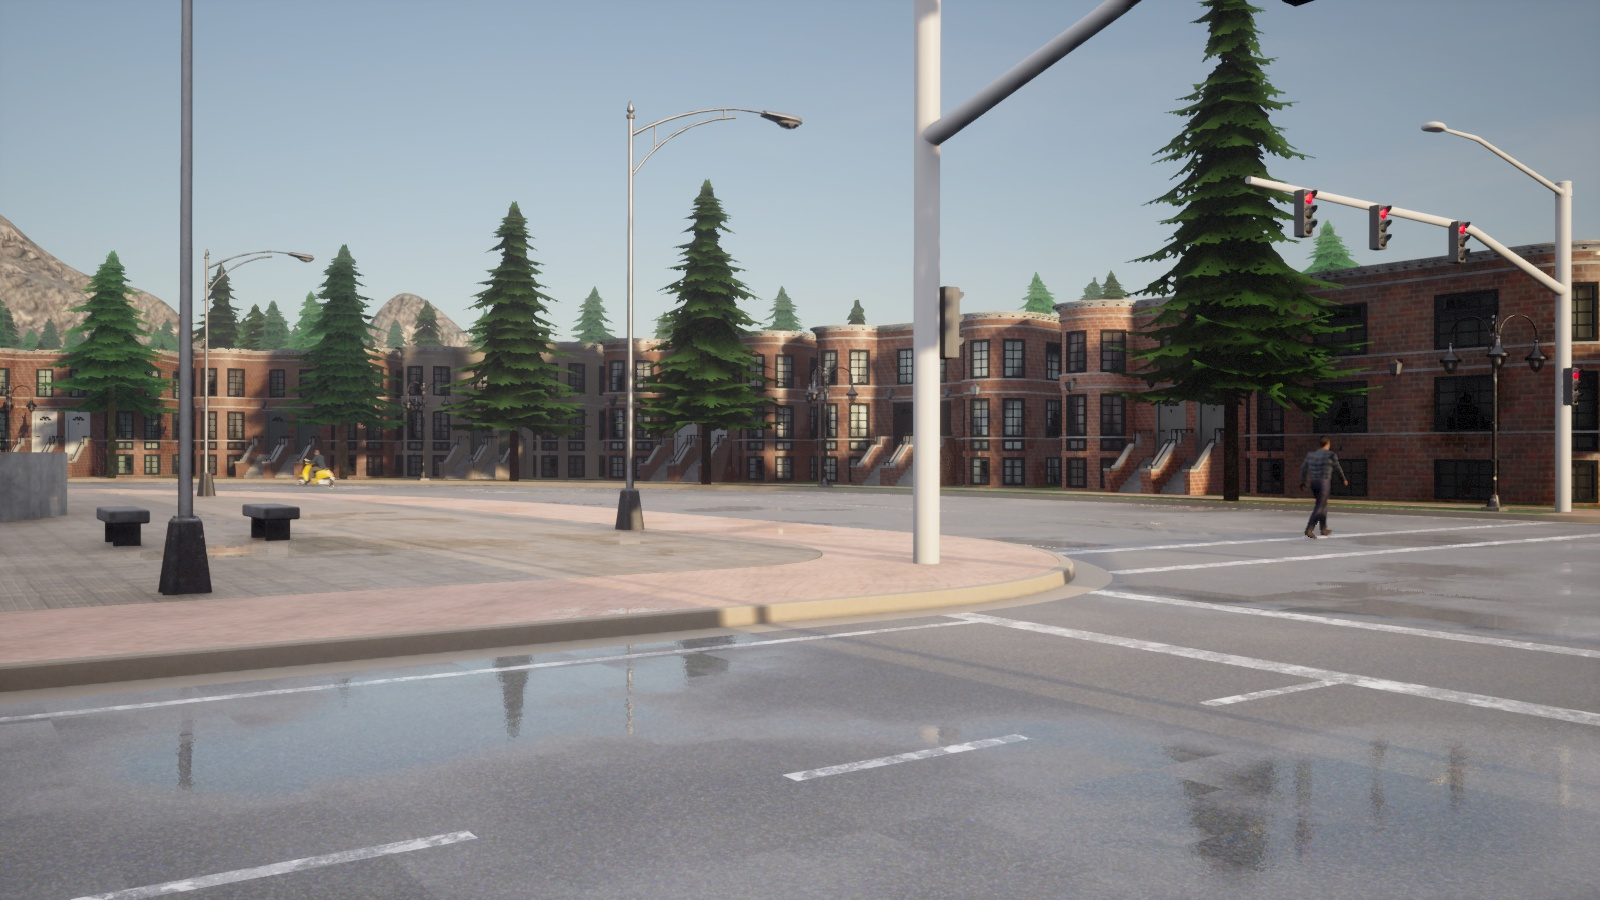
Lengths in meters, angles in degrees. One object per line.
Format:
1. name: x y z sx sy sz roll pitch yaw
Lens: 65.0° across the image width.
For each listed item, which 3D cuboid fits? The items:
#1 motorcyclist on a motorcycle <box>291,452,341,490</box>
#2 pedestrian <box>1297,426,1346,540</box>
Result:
1. motorcyclist on a motorcycle: -20.579 0.872 53.392 1.817 1.590 0.866 0 0 18
2. pedestrian: 9.105 0.568 21.916 0.788 1.949 0.423 0 0 -33
